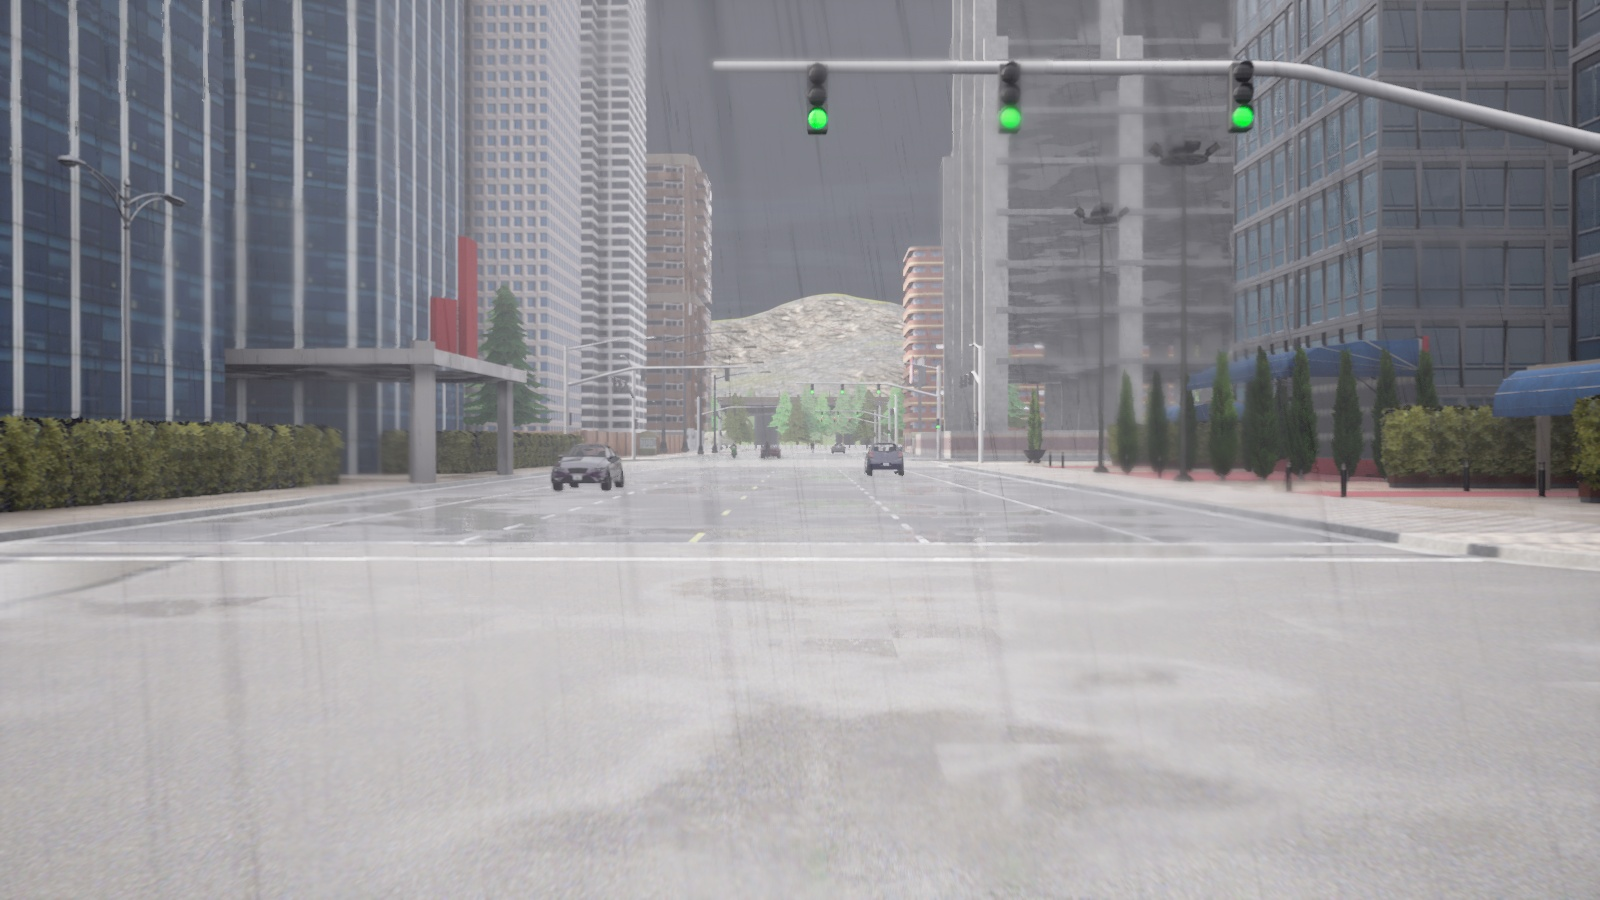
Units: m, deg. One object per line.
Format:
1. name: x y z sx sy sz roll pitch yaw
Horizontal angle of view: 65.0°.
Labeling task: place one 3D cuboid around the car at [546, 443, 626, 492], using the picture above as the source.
1. car: -6.755 0.529 40.070 1.816 1.474 4.193 0 0 0

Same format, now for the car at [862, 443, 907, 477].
1. car: 3.848 0.437 57.893 1.845 1.501 3.633 0 0 0
